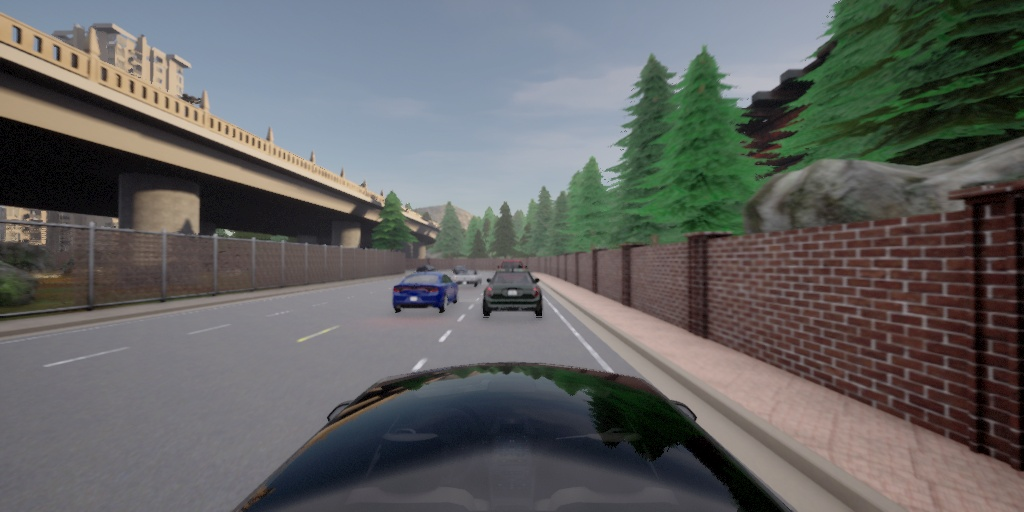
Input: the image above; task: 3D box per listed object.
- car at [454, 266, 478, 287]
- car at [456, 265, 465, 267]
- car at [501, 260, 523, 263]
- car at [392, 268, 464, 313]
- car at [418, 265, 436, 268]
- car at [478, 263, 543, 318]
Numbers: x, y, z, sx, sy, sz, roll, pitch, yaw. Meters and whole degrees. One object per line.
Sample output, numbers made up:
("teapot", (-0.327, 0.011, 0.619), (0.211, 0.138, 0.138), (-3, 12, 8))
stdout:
("car", (-3.470, 1.724, 28.541), (1.895, 1.301, 4.718), (0, -1, 0))
("car", (-7.584, 2.029, 53.072), (1.994, 1.385, 4.181), (0, -1, -13))
("car", (0.028, 1.339, 28.055), (2.150, 2.045, 5.566), (0, -1, 0))
("car", (-3.452, 1.414, 15.091), (1.882, 1.535, 5.008), (0, -1, 0))
("car", (-13.577, 2.095, 57.697), (1.994, 1.385, 4.181), (1, -1, -43))
("car", (0.041, 1.273, 14.075), (2.097, 1.767, 4.553), (0, -1, 0))
